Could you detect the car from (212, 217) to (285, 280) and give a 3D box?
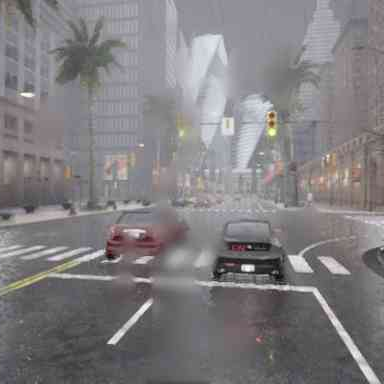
[{"bbox_3d":[1.702,1.538,10.200,1.837,1.490,4.892,0,0,9],"label":"car"}]

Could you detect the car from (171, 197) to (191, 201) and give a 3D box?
[{"bbox_3d":[-1.734,1.595,52.138,1.882,1.535,5.008,0,0,10],"label":"car"}]

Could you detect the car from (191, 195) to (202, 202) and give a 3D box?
[{"bbox_3d":[1.216,1.567,85.931,2.185,1.767,4.553,0,0,10],"label":"car"}]

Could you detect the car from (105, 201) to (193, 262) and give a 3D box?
[{"bbox_3d":[-1.459,1.374,12.483,2.097,1.767,4.553,0,0,9],"label":"car"}]

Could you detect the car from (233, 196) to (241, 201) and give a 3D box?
[{"bbox_3d":[12.380,1.804,91.454,1.812,1.442,4.674,0,0,10],"label":"car"}]

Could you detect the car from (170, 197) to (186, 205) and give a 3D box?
[{"bbox_3d":[-2.713,1.655,64.354,2.161,1.482,4.786,0,0,10],"label":"car"}]

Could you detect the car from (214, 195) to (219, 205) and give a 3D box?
[{"bbox_3d":[3.251,1.637,59.879,1.882,1.535,5.008,0,0,11],"label":"car"}]

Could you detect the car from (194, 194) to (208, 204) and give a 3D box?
[{"bbox_3d":[2.006,1.409,72.592,2.150,2.045,5.566,0,0,10],"label":"car"}]

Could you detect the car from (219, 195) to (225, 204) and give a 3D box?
[{"bbox_3d":[5.064,1.548,69.832,2.097,1.767,4.553,0,0,10],"label":"car"}]

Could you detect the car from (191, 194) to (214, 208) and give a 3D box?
[{"bbox_3d":[1.595,1.482,50.903,2.097,1.767,4.553,0,0,10],"label":"car"}]

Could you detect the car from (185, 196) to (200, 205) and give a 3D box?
[{"bbox_3d":[0.127,1.628,62.173,1.882,1.535,5.008,0,0,11],"label":"car"}]
